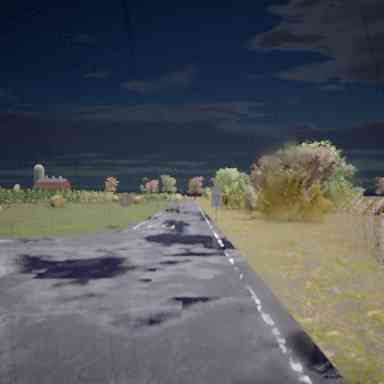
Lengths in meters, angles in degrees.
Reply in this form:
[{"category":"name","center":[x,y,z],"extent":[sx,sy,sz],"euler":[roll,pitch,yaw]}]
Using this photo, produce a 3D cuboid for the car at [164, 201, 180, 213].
[{"category":"car","center":[-2.716,2.117,46.712],"extent":[1.837,1.490,4.892],"euler":[0,0,0]}]
